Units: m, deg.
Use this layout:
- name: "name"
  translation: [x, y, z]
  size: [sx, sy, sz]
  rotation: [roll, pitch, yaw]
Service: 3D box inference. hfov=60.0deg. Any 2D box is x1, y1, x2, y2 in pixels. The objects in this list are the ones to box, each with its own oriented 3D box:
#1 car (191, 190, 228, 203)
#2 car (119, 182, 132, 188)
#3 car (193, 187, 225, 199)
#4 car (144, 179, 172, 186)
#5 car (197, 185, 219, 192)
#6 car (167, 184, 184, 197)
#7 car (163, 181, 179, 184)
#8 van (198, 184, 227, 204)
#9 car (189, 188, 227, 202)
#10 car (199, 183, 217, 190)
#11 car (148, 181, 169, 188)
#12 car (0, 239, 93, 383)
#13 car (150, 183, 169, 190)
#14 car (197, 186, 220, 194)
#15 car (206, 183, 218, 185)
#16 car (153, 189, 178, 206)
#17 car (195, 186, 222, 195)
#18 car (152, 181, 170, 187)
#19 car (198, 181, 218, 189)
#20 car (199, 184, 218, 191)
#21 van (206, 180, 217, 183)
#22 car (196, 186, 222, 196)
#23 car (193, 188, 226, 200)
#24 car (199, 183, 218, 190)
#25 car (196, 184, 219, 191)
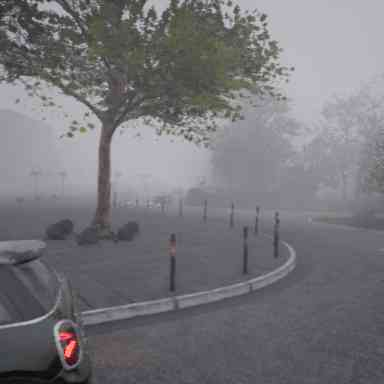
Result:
- name: "car"
  translation: [2.397, 0.576, 45.257]
  size: [4.792, 1.488, 2.163]
  rotation: [3, 3, 2]
- name: "car"
  translation: [-15.093, -1.600, 75.766]
  size: [1.895, 1.301, 4.718]
  rotation: [3, 3, 3]
- name: "car"
  translation: [2.736, 0.165, 53.566]
  size: [4.892, 1.521, 2.231]
  rotation: [3, 3, 2]
- name: "car"
  translation: [-8.874, -2.182, 86.484]
  size: [5.566, 2.045, 2.435]
  rotation: [3, 3, 2]
- name: "car"
  translation: [3.707, -0.813, 75.728]
  size: [4.792, 1.488, 2.163]
  rotation: [3, 3, 2]
- name: "car"
  translation: [-2.292, -0.043, 53.322]
  size: [2.128, 1.511, 4.902]
  rotation: [3, 3, 3]
- name: "car"
  translation: [-4.696, -1.067, 73.563]
  size: [1.994, 1.385, 4.181]
  rotation: [3, 3, 2]
- name: "van"
  translation: [2.138, 0.441, 42.483]
  size: [4.442, 1.987, 1.878]
  rotation: [3, 3, 2]
- name: "car"
  translation: [2.308, 0.406, 48.036]
  size: [5.366, 1.575, 1.946]
  rotation: [3, 3, 2]
- name: "car"
  translation: [4.489, -1.591, 92.345]
  size: [5.008, 1.535, 2.097]
  rotation: [3, 3, 2]
- name: "car"
  translation: [-8.916, -2.068, 89.301]
  size: [5.366, 1.575, 1.946]
  rotation: [3, 3, 2]
- name: "car"
  translation: [-3.189, 1.246, 2.663]
  size: [4.553, 1.767, 2.097]
  rotation: [1, 1, -21]
- name: "car"
  translation: [-5.454, -0.339, 57.962]
  size: [1.994, 1.385, 4.181]
  rotation: [3, 3, 3]
- name: "car"
  translation: [3.359, -0.426, 67.419]
  size: [4.674, 1.452, 2.002]
  rotation: [3, 3, 2]
- name: "car"
  translation: [3.028, -0.213, 59.098]
  size: [4.553, 1.767, 2.185]
  rotation: [3, 3, 2]
- name: "car"
  translation: [-3.049, 0.750, 37.339]
  size: [1.895, 1.301, 4.718]
  rotation: [3, 2, 3]
- name: "car"
  translation: [3.235, -0.341, 64.645]
  size: [5.008, 1.535, 2.097]
  rotation: [3, 3, 2]
- name: "car"
  translation: [-8.605, -2.143, 92.092]
  size: [4.674, 1.452, 2.002]
  rotation: [3, 3, 2]
- name: "car"
  translation: [4.591, -1.969, 95.105]
  size: [5.566, 2.045, 2.435]
  rotation: [3, 3, 2]
- name: "car"
  translation: [4.138, -1.186, 84.036]
  size: [4.792, 1.488, 2.163]
  rotation: [3, 3, 2]
- name: "van"
  translation: [3.615, -0.811, 70.170]
  size: [4.442, 1.987, 1.878]
  rotation: [3, 3, 2]
- name: "car"
  translation: [3.111, -0.175, 61.877]
  size: [4.674, 1.452, 2.002]
  rotation: [3, 3, 2]
- name: "car"
  translation: [2.645, 0.321, 50.797]
  size: [4.792, 1.488, 2.163]
  rotation: [3, 3, 2]
- name: "car"
  translation: [4.241, -1.340, 86.805]
  size: [4.892, 1.521, 2.231]
  rotation: [3, 3, 2]
- name: "car"
  translation: [3.801, -1.103, 81.274]
  size: [5.366, 1.575, 1.946]
  rotation: [3, 3, 2]
